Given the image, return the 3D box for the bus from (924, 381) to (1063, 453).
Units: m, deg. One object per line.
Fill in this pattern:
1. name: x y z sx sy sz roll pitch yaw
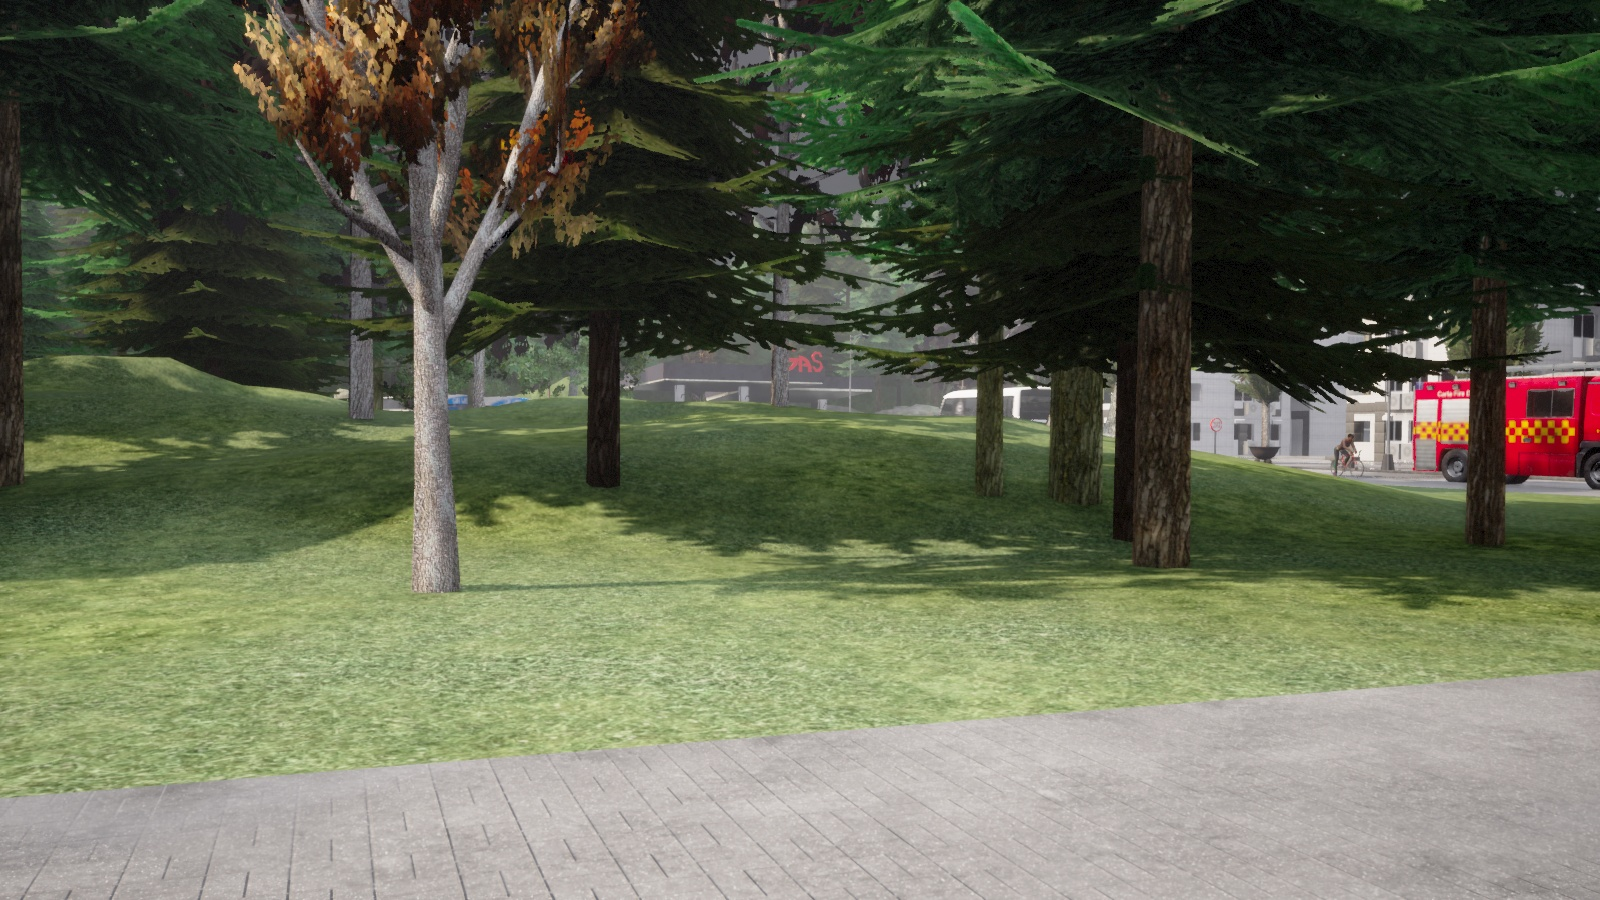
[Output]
1. bus: 12.071 -2.007 79.809 3.944 4.253 10.273 -1 1 -23

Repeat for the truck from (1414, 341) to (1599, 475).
1. truck: 23.339 -1.245 38.456 2.891 3.827 8.468 -1 1 -20

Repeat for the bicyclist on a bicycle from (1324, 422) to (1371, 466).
1. bicyclist on a bicycle: 20.321 -0.227 46.636 0.582 1.620 1.656 -1 1 -20
